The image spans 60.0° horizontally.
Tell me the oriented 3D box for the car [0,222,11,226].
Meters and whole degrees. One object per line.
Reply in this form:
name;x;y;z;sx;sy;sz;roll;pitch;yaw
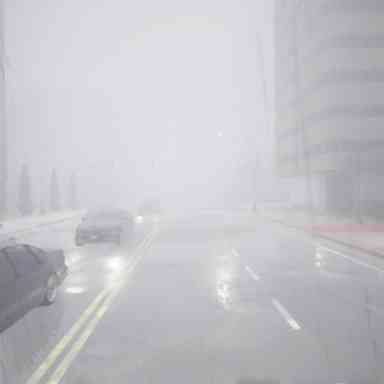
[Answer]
car;-7.278;1.607;10.539;1.812;1.442;4.674;-1;0;-1

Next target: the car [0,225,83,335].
car;-3.669;1.588;5.336;2.033;1.411;5.357;-1;0;-1

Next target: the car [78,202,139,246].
car;-3.882;1.489;15.470;1.882;1.535;5.008;-1;0;-1

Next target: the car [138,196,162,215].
car;-4.200;1.309;33.323;2.097;1.767;4.553;-1;0;-1

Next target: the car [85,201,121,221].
car;-7.636;1.591;28.888;1.994;1.385;4.181;-1;0;-1
